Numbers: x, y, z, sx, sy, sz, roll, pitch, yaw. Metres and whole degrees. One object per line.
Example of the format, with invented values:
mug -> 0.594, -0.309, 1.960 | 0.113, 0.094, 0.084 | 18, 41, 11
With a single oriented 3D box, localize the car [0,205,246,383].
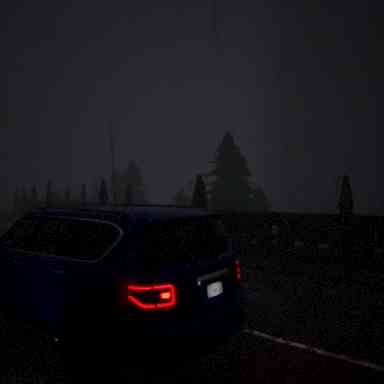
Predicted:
car -> -1.811, 1.233, 5.586 | 5.566, 2.045, 2.150 | 0, 0, 39
